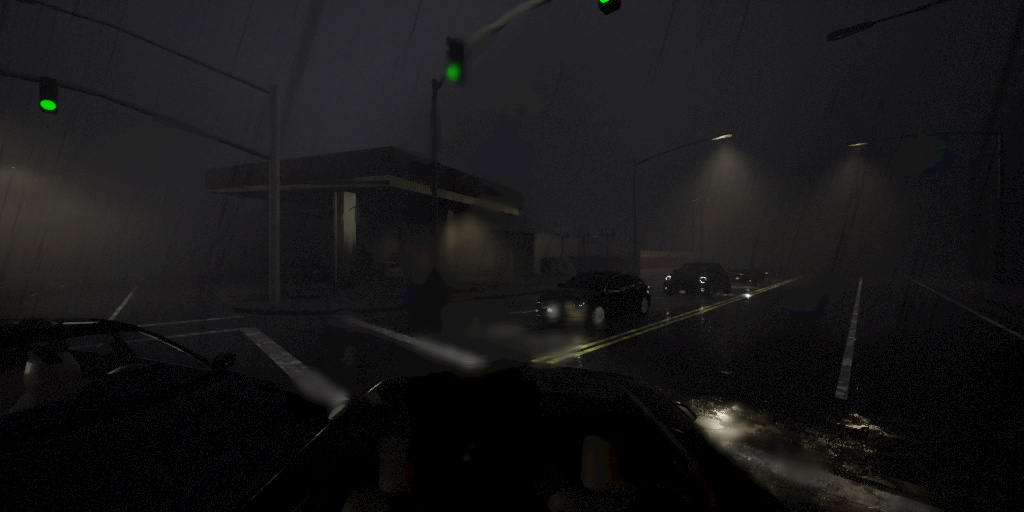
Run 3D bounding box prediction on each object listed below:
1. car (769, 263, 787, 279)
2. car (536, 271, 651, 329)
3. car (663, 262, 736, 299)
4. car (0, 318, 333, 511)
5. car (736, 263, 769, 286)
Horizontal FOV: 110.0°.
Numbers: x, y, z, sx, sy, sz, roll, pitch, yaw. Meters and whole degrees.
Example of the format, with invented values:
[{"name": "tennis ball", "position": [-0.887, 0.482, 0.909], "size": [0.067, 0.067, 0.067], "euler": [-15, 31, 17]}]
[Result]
[{"name": "car", "position": [23.484, 1.313, 32.494], "size": [1.994, 1.385, 4.181], "euler": [0, 0, 45]}, {"name": "car", "position": [2.776, 1.255, 11.495], "size": [1.837, 1.490, 4.892], "euler": [0, 0, 44]}, {"name": "car", "position": [9.552, 1.102, 18.402], "size": [2.097, 1.767, 4.553], "euler": [0, 0, 45]}, {"name": "car", "position": [-3.443, 1.242, 2.419], "size": [4.902, 1.511, 2.128], "euler": [0, 0, 14]}, {"name": "car", "position": [16.416, 1.313, 25.376], "size": [1.994, 1.385, 4.181], "euler": [0, 0, 44]}]
